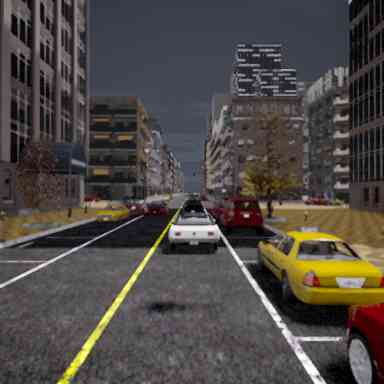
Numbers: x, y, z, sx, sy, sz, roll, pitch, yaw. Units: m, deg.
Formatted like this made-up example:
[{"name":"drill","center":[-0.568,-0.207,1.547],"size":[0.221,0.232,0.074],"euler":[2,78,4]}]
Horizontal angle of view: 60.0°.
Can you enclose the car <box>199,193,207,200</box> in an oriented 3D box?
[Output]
[{"name":"car","center":[2.694,1.182,84.612],"size":[1.967,1.590,4.097],"euler":[1,0,0]}]

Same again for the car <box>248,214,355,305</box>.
[{"name":"car","center":[2.698,1.500,7.984],"size":[1.752,1.417,4.829],"euler":[1,0,0]}]

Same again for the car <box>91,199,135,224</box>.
[{"name":"car","center":[-5.684,1.449,24.323],"size":[1.752,1.417,4.829],"euler":[1,0,0]}]

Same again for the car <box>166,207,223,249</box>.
[{"name":"car","center":[0.090,1.555,14.371],"size":[1.895,1.301,4.718],"euler":[0,0,0]}]

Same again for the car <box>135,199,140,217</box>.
[{"name":"car","center":[-5.683,1.346,30.053],"size":[1.967,1.590,4.097],"euler":[1,0,0]}]

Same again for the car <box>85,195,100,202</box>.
[{"name":"car","center":[-17.256,1.091,54.452],"size":[4.507,1.381,1.887],"euler":[1,-1,0]}]

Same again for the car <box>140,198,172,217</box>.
[{"name":"car","center":[-3.097,1.471,29.603],"size":[1.994,1.385,4.181],"euler":[0,0,0]}]

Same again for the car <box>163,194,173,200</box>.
[{"name":"car","center":[-5.687,1.300,73.409],"size":[1.752,1.417,4.829],"euler":[1,0,0]}]

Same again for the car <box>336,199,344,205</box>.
[{"name":"car","center":[26.253,1.803,63.133],"size":[4.829,1.417,1.752],"euler":[1,-1,0]}]

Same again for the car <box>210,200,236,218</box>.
[{"name":"car","center":[2.696,1.451,30.052],"size":[1.887,1.381,4.507],"euler":[1,0,0]}]

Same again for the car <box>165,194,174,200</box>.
[{"name":"car","center":[-5.688,1.286,84.625],"size":[1.887,1.381,4.507],"euler":[1,0,0]}]

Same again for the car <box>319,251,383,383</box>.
[{"name":"car","center":[2.697,1.537,2.255],"size":[1.887,1.381,4.507],"euler":[1,0,0]}]

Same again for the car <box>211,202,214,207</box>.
[{"name":"car","center":[2.698,1.238,24.491],"size":[2.192,1.841,5.009],"euler":[1,0,0]}]

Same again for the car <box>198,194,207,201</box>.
[{"name":"car","center":[2.693,1.303,79.088],"size":[1.887,1.381,4.507],"euler":[1,0,0]}]

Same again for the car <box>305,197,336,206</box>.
[{"name":"car","center":[20.843,1.579,54.780],"size":[4.097,1.590,1.967],"euler":[1,-1,0]}]

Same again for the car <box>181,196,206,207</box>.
[{"name":"car","center":[0.089,1.408,30.846],"size":[1.837,1.490,4.892],"euler":[0,0,0]}]

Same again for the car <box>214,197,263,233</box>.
[{"name":"car","center":[2.698,1.255,18.932],"size":[2.192,1.841,5.009],"euler":[1,0,0]}]
